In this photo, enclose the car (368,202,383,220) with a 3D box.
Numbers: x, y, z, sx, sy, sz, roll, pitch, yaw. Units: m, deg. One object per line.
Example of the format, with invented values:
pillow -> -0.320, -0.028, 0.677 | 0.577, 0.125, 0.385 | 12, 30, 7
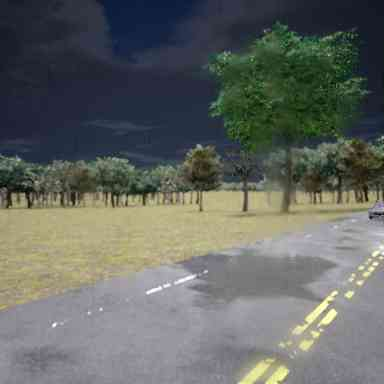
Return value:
car -> 15.458, 1.471, 26.548 | 2.033, 1.411, 5.357 | 0, 0, 36
